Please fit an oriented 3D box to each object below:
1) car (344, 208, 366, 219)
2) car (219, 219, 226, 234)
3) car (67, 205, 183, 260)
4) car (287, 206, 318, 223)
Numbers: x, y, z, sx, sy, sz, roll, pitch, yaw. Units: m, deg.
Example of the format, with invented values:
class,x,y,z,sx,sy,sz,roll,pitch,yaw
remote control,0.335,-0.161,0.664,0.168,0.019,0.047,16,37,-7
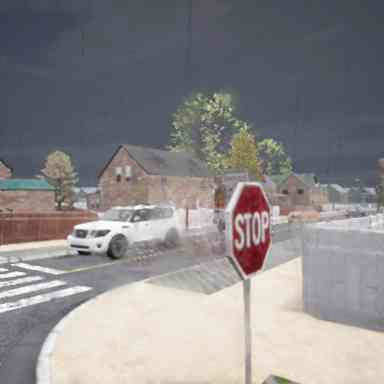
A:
class,x,y,z,sx,sy,sz,roll,pitch,yaw
car,20.735,2.704,42.262,1.895,1.301,4.718,-2,-2,36
car,3.755,2.105,23.666,1.882,1.535,5.008,-2,-3,36
car,-2.664,1.608,14.689,2.150,2.045,5.566,-2,-2,35
car,11.452,2.274,34.431,2.097,1.767,4.553,-2,-3,33
